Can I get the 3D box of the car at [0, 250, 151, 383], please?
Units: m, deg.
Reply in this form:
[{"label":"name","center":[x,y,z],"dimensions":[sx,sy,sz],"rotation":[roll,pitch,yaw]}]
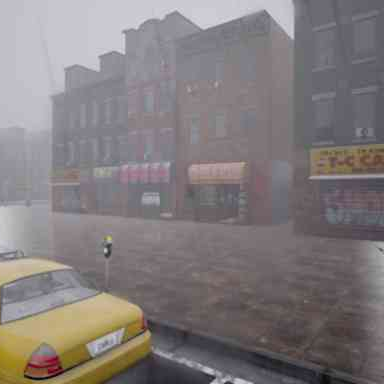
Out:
[{"label":"car","center":[-2.765,1.524,4.790],"dimensions":[4.829,1.417,1.752],"rotation":[0,0,36]}]
